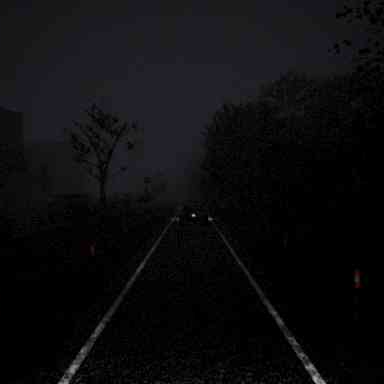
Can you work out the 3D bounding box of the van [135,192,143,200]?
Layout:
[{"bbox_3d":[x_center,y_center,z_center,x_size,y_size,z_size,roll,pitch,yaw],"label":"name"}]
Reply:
[{"bbox_3d":[-14.513,1.106,90.907,1.878,1.987,4.442,1,-1,-16],"label":"van"}]

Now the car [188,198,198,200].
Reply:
[{"bbox_3d":[0.092,1.490,41.578,1.994,1.385,4.181,0,0,0],"label":"car"}]

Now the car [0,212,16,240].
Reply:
[{"bbox_3d":[-9.056,1.420,13.635,2.002,1.452,4.674,0,0,0],"label":"car"}]

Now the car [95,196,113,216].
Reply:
[{"bbox_3d":[-9.078,1.354,30.291,2.231,1.521,4.892,0,-1,-2],"label":"car"}]

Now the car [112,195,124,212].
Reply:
[{"bbox_3d":[-9.085,1.382,35.802,2.163,1.488,4.792,0,-1,-2],"label":"car"}]

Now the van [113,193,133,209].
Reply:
[{"bbox_3d":[-9.096,1.123,42.314,1.878,1.987,4.442,0,-1,-3],"label":"van"}]

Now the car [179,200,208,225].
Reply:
[{"bbox_3d":[0.096,1.496,23.625,1.994,1.385,4.181,0,0,0],"label":"car"}]

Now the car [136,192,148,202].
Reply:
[{"bbox_3d":[-10.403,1.073,69.039,2.435,2.045,5.566,1,-1,-9],"label":"car"}]

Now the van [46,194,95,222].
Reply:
[{"bbox_3d":[-9.076,1.152,24.606,1.878,1.987,4.442,0,0,2],"label":"van"}]

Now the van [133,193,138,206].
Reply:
[{"bbox_3d":[-9.263,1.117,52.265,1.878,1.987,4.442,0,-1,-2],"label":"van"}]
